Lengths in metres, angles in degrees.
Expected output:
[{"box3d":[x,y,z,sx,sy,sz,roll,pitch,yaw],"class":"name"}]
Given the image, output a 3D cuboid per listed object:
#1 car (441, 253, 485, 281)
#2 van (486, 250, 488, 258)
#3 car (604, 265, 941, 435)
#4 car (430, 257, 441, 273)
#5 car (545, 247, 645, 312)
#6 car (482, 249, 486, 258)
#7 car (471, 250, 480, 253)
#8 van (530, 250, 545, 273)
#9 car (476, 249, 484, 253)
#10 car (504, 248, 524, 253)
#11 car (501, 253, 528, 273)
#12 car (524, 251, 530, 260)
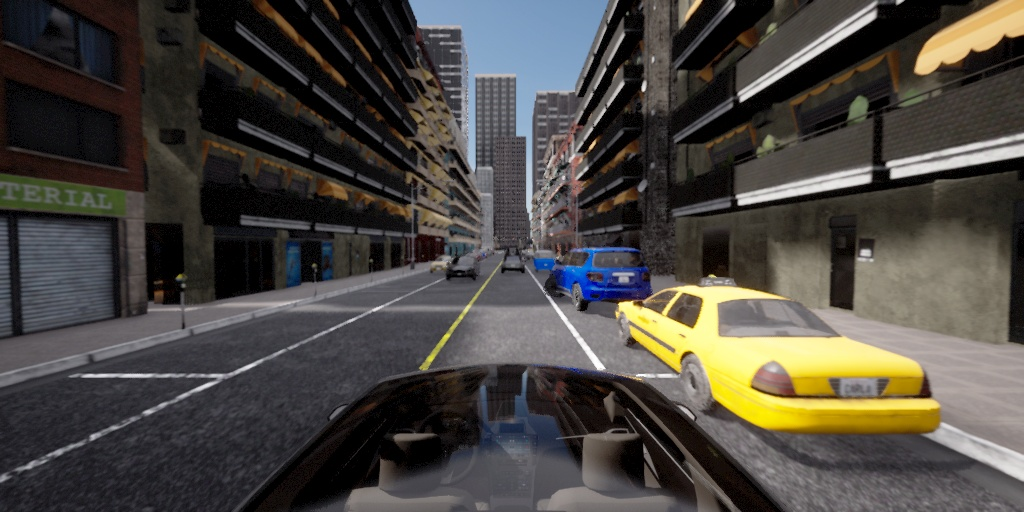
[{"box3d":[-3.088,0.752,23.430,1.837,1.490,4.892,0,1,0],"class":"car"},{"box3d":[-5.666,-0.325,63.467,1.690,1.789,3.998,0,0,0],"class":"van"},{"box3d":[3.152,1.111,5.830,1.801,1.575,5.366,0,1,0],"class":"car"},{"box3d":[-5.681,0.615,30.165,1.751,1.417,4.829,0,0,0],"class":"car"},{"box3d":[2.927,0.709,13.043,2.150,2.045,5.566,0,1,-7],"class":"car"},{"box3d":[-5.669,0.004,57.945,1.888,1.381,4.507,0,0,0],"class":"car"},{"box3d":[-5.673,0.276,46.900,1.948,1.339,4.313,0,0,0],"class":"car"},{"box3d":[2.701,0.430,30.319,1.690,1.789,3.998,0,0,0],"class":"van"},{"box3d":[-5.671,0.130,52.423,1.888,1.381,4.507,0,0,0],"class":"car"},{"box3d":[0.105,-0.069,47.038,2.150,2.045,5.566,0,2,0],"class":"car"},{"box3d":[0.081,0.659,30.109,1.994,1.385,4.181,0,1,0],"class":"car"},{"box3d":[2.710,0.136,52.406,2.007,1.370,4.403,0,0,0],"class":"car"}]
